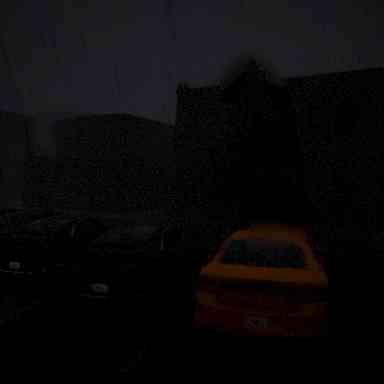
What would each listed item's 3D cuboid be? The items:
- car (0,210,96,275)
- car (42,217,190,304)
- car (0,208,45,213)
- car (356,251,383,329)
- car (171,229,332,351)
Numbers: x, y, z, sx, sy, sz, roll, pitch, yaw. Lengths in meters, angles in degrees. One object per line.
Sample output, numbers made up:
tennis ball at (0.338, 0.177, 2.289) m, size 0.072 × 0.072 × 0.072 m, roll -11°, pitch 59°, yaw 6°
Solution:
car at (-3.340, 1.406, 9.813) m, size 2.231 × 1.521 × 4.892 m, roll 0°, pitch 0°, yaw 15°
car at (-0.950, 1.429, 8.113) m, size 2.231 × 1.521 × 4.892 m, roll 0°, pitch 0°, yaw 16°
car at (-5.727, 1.383, 11.521) m, size 2.097 × 1.535 × 5.008 m, roll 1°, pitch 0°, yaw 15°
car at (3.828, 1.349, 4.687) m, size 2.185 × 1.767 × 4.553 m, roll 1°, pitch 0°, yaw 16°
car at (1.445, 1.450, 6.412) m, size 2.097 × 1.535 × 5.008 m, roll 0°, pitch 0°, yaw 15°
